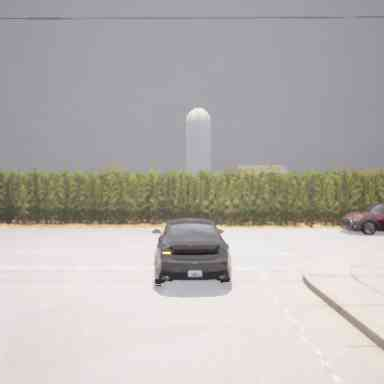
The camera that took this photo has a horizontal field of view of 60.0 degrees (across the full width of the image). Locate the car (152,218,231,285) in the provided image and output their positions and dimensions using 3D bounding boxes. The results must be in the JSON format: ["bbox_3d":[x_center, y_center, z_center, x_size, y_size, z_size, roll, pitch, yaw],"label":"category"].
[{"bbox_3d":[-0.084,1.510,9.559,1.837,1.490,4.892,0,0,-4],"label":"car"}]

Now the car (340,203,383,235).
[{"bbox_3d":[10.642,1.380,18.277,4.553,1.767,2.097,0,0,1],"label":"car"}]
